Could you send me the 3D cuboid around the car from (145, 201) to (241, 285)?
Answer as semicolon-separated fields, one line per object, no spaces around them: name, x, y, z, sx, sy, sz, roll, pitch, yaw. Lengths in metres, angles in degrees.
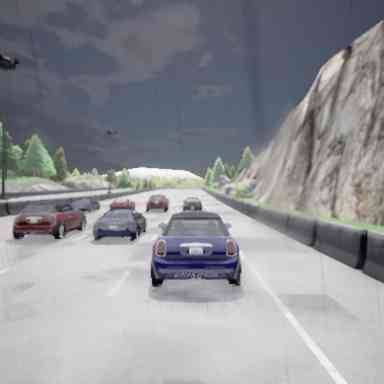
car;0.087;1.307;9.506;2.097;1.767;4.553;0;0;0

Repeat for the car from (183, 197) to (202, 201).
car;0.050;1.235;32.703;1.812;1.442;4.674;0;1;0

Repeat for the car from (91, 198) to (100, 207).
car;-10.450;1.278;32.922;1.994;1.385;4.181;0;1;0

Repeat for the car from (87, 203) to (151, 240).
car;-3.423;1.469;16.432;1.994;1.385;4.181;0;1;0

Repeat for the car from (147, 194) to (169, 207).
car;-3.453;1.035;34.534;2.097;1.767;4.553;0;1;0

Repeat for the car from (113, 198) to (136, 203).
car;-6.952;1.299;33.805;1.895;1.301;4.718;0;1;0

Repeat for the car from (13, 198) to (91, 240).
car;-6.924;1.257;16.679;2.097;1.767;4.553;0;0;0
